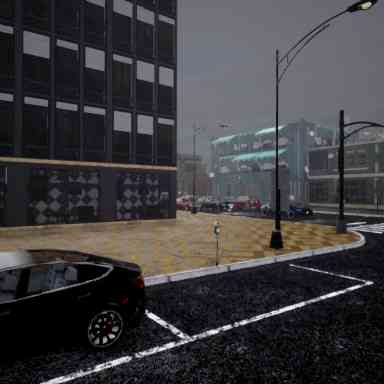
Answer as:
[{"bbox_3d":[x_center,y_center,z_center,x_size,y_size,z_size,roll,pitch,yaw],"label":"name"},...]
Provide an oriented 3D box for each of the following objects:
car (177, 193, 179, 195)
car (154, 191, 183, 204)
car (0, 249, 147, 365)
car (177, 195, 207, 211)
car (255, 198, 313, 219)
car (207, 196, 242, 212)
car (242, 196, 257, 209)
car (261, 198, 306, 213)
[{"bbox_3d":[-3.099,1.131,41.329,1.994,1.385,4.181,0,1,-36],"label":"car"},{"bbox_3d":[-3.794,0.794,52.085,2.192,1.841,5.009,1,0,-36],"label":"car"},{"bbox_3d":[-2.715,1.566,4.618,4.313,1.339,1.947,0,0,-35],"label":"car"},{"bbox_3d":[-0.728,1.231,33.712,1.802,1.307,4.206,1,0,-36],"label":"car"},{"bbox_3d":[7.561,1.355,26.762,1.994,1.385,4.181,0,1,-36],"label":"car"},{"bbox_3d":[2.324,1.173,33.918,2.128,1.511,4.902,0,1,-36],"label":"car"},{"bbox_3d":[6.035,1.130,38.665,1.967,1.590,4.097,1,0,-36],"label":"car"},{"bbox_3d":[9.311,1.340,34.189,1.802,1.307,4.206,1,0,-36],"label":"car"}]
